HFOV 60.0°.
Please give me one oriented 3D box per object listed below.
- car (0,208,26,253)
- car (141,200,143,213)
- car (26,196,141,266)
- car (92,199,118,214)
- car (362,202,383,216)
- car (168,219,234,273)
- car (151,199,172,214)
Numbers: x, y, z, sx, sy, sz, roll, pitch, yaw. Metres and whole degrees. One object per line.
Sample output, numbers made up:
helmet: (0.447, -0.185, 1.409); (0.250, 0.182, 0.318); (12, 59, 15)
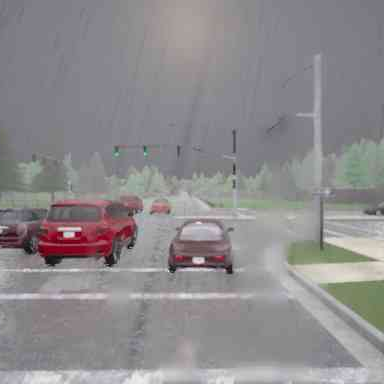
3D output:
car: (-6.932, 1.436, 14.073); (2.097, 1.767, 4.553); (0, 0, 0)
car: (-6.985, 1.444, 38.007); (2.150, 2.045, 5.566); (0, 0, 0)
car: (-3.427, 1.293, 11.959); (2.150, 2.045, 5.566); (0, 0, 0)
car: (-10.491, 1.715, 40.453); (1.882, 1.535, 5.008); (0, 0, 0)
car: (19.806, 1.693, 33.553); (4.892, 1.490, 1.837); (-1, 0, 0)
car: (0.389, 1.589, 10.818); (1.812, 1.442, 4.674); (0, 0, 5)
car: (-3.487, 1.577, 38.615); (2.097, 1.767, 4.553); (0, 0, 0)
